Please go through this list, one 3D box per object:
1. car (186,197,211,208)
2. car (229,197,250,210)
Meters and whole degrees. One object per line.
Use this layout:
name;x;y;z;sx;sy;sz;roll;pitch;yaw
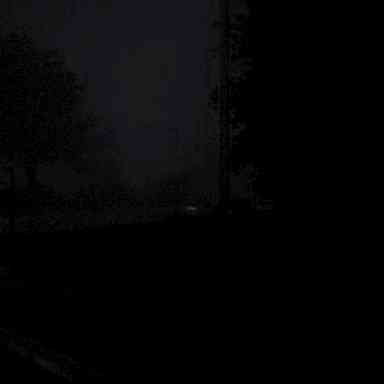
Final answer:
car;0.926;1.458;47.278;1.994;1.385;4.181;0;0;37
car;5.620;1.403;41.712;2.128;1.511;4.902;0;0;37
